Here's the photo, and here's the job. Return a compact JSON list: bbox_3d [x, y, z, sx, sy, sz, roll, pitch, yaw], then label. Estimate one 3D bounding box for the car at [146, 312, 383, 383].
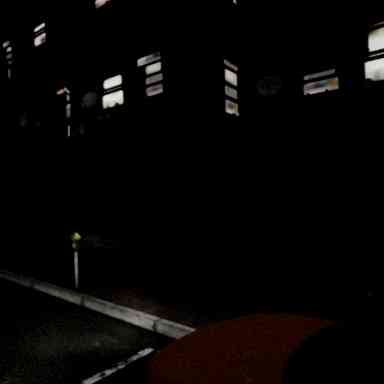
[{"bbox_3d":[1.851,1.496,1.882,5.008,1.535,1.882,0,0,38],"label":"car"}]
